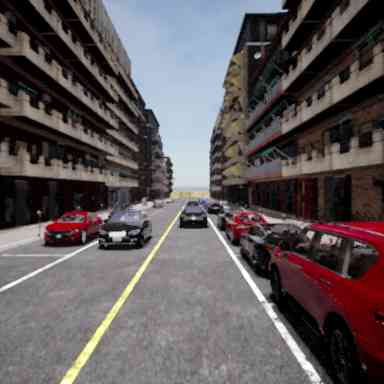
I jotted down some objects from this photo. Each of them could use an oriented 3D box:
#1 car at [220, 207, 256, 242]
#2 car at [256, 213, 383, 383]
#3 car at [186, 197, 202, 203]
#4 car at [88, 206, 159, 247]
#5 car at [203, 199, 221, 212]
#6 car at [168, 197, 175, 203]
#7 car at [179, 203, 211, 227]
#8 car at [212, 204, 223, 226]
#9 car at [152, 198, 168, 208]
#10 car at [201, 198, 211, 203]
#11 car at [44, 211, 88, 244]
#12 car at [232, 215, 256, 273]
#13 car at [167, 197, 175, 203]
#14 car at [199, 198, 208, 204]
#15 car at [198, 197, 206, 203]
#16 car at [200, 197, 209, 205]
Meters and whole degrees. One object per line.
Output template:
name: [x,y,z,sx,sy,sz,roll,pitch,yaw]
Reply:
car: [2.652,1.665,16.503,1.887,1.381,4.507,-1,0,0]
car: [2.643,1.354,5.176,2.192,1.841,5.009,-1,0,0]
car: [0.120,1.846,45.880,1.812,1.442,4.674,0,0,0]
car: [-2.993,1.636,15.734,2.128,1.511,4.902,0,0,0]
car: [2.697,1.842,39.159,1.947,1.339,4.313,-1,0,0]
car: [-5.666,2.082,84.254,1.752,1.417,4.829,-1,0,0]
car: [0.110,1.738,24.352,1.994,1.385,4.181,0,0,0]
car: [2.660,1.725,22.166,1.947,1.339,4.313,-1,0,0]
car: [-5.678,1.938,56.101,2.008,1.369,4.403,-1,0,0]
car: [2.697,1.865,44.824,2.008,1.369,4.403,-1,0,0]
car: [-5.696,1.664,16.447,1.887,1.381,4.507,-1,0,0]
car: [2.650,1.646,10.838,1.947,1.339,4.313,-1,0,0]
car: [-5.663,2.157,90.090,1.947,1.339,4.313,-1,0,0]
car: [2.712,2.107,78.811,1.802,1.307,4.206,-1,0,0]
car: [2.717,2.136,90.141,1.887,1.381,4.507,-1,0,0]
car: [2.708,1.932,73.148,1.967,1.590,4.097,-1,0,0]
